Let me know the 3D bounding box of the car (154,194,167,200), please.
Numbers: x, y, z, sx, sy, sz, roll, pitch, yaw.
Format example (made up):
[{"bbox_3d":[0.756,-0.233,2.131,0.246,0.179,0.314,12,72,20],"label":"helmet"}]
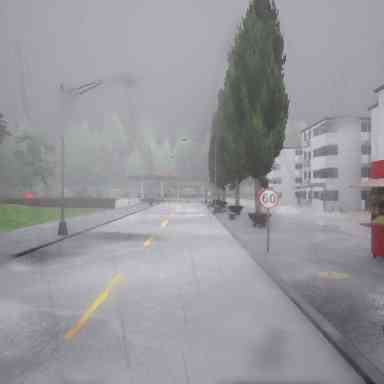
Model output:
[{"bbox_3d":[-8.972,1.411,95.210,3.633,1.501,1.845,0,0,0],"label":"car"}]

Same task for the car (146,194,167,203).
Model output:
[{"bbox_3d":[-7.572,1.718,69.978,4.892,1.490,1.837,0,0,32],"label":"car"}]
